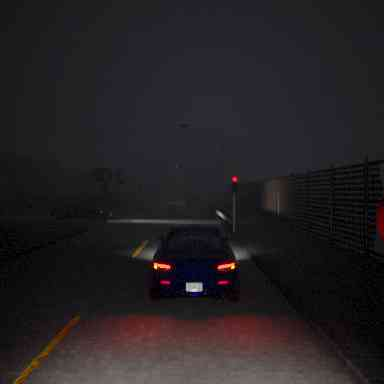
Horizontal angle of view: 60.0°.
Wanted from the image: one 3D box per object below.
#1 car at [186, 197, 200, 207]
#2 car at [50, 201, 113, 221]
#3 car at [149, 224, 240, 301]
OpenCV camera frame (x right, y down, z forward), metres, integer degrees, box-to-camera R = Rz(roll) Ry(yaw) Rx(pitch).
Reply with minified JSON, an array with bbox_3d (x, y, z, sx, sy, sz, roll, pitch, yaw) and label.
[{"bbox_3d":[0.150,1.486,51.850,1.837,1.490,4.892,0,0,0],"label":"car"},{"bbox_3d":[-8.682,1.483,26.230,4.902,1.511,2.128,0,0,11],"label":"car"},{"bbox_3d":[0.061,1.523,8.210,1.812,1.442,4.674,0,0,1],"label":"car"}]
